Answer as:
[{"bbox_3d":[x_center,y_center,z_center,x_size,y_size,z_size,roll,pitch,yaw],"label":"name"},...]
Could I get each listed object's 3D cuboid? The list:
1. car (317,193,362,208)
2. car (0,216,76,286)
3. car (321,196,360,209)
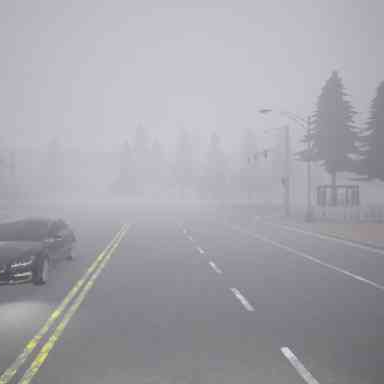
[{"bbox_3d":[20.741,1.165,46.895,5.566,2.045,2.150,0,0,-6],"label":"car"},{"bbox_3d":[-4.626,1.505,9.438,1.837,1.490,4.892,0,0,-7],"label":"car"},{"bbox_3d":[18.750,1.447,43.131,4.892,1.490,1.837,0,0,-6],"label":"car"}]
